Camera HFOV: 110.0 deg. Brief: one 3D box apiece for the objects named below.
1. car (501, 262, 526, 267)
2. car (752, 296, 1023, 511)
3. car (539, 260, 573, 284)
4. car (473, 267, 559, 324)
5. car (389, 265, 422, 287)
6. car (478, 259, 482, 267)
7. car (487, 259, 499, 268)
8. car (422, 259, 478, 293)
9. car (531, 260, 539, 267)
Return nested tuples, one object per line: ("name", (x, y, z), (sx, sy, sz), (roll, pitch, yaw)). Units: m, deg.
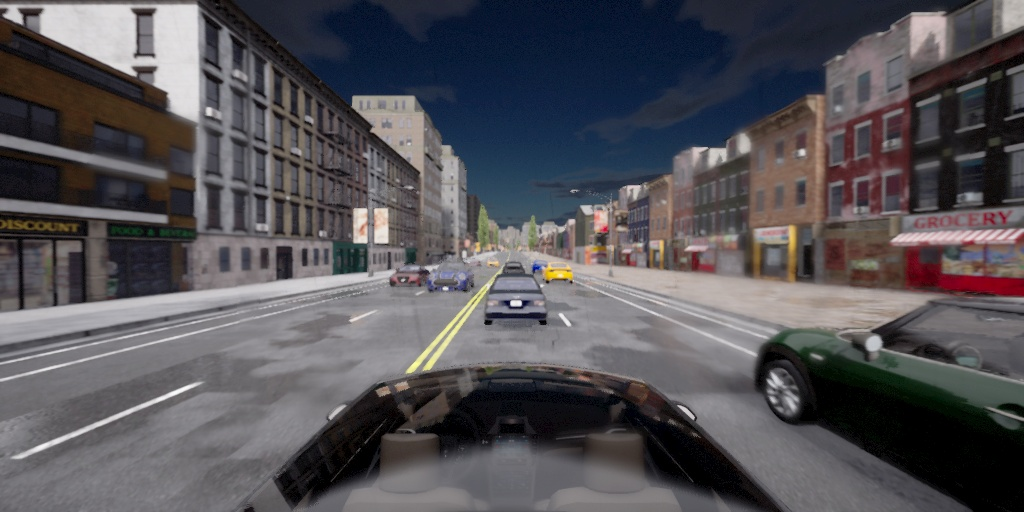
("car", (0.119, 1.219, 30.145), (1.837, 1.490, 4.892), (0, 0, 0))
("car", (4.224, 1.098, 2.859), (2.097, 1.767, 4.553), (0, 0, 0))
("car", (3.324, 1.188, 26.836), (1.882, 1.535, 5.008), (0, 0, 1))
("car", (0.105, 1.263, 11.759), (2.033, 1.411, 5.357), (0, 0, 0))
("car", (-6.583, 1.267, 23.691), (1.994, 1.385, 4.181), (0, 0, 0))
("car", (-6.471, 1.301, 64.654), (1.812, 1.442, 4.674), (0, 0, 1))
("car", (-3.233, 1.262, 61.665), (1.882, 1.535, 5.008), (0, 0, 1))
("car", (-3.337, 1.056, 20.275), (2.097, 1.767, 4.553), (0, 0, 0))
("car", (3.342, 1.234, 43.090), (1.882, 1.535, 5.008), (0, 0, 0))
